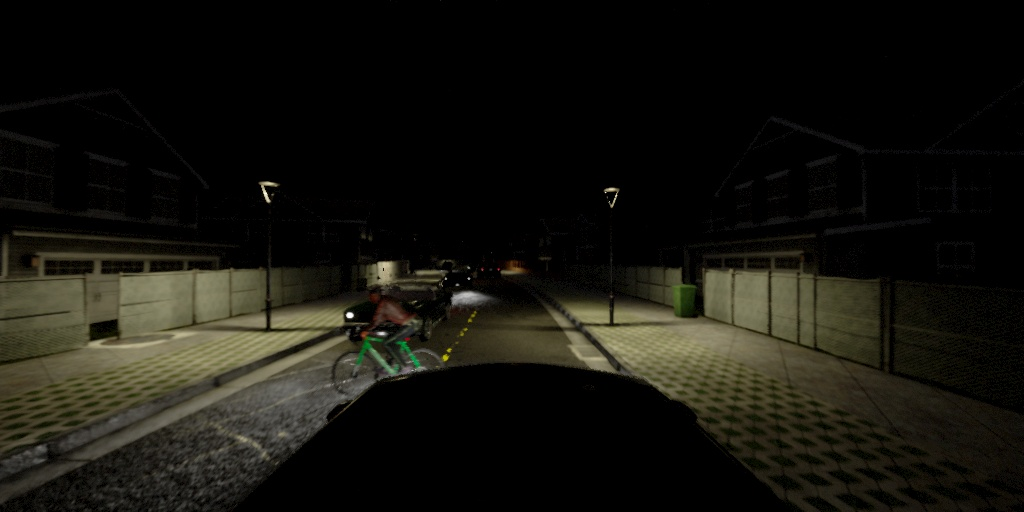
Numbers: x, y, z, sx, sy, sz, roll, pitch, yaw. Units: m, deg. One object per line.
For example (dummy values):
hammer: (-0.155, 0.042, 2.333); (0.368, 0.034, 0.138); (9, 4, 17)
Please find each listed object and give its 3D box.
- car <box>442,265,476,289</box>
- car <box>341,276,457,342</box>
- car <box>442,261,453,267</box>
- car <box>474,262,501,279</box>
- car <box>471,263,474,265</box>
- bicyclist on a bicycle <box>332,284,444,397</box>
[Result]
car: (-3.659, 1.534, 24.936); (1.895, 1.301, 4.718); (0, 0, -5)
car: (-2.915, 1.420, 10.127); (1.895, 1.301, 4.718); (0, 0, -1)
car: (-10.870, 1.651, 60.589); (1.837, 1.490, 4.892); (0, 0, -11)
car: (-2.395, 1.372, 36.698); (2.097, 1.767, 4.553); (0, 0, -10)
car: (-4.807, 1.593, 47.828); (1.837, 1.490, 4.892); (0, 0, -14)
bicyclist on a bicycle: (-1.797, 1.230, 5.169); (1.656, 1.620, 0.582); (-2, -1, 0)
